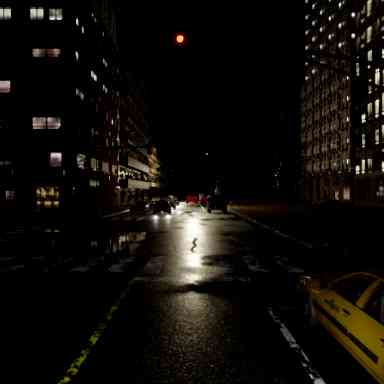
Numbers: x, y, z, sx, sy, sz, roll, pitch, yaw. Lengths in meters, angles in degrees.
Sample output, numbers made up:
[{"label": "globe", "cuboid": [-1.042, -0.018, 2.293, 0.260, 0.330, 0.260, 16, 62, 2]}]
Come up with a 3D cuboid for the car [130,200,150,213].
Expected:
[{"label": "car", "cuboid": [-5.694, 1.562, 36.396, 2.008, 1.369, 4.403, 0, 0, 0]}]

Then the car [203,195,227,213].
[{"label": "car", "cuboid": [2.684, 1.326, 36.397, 2.192, 1.841, 5.009, 0, 0, 0]}]

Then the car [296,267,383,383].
[{"label": "car", "cuboid": [2.686, 1.525, 4.154, 1.752, 1.417, 4.829, 0, 0, 0]}]

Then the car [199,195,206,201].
[{"label": "car", "cuboid": [2.683, 1.611, 86.306, 1.752, 1.417, 4.829, 0, 0, 0]}]

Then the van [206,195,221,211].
[{"label": "van", "cuboid": [2.684, 1.357, 41.922, 1.690, 1.788, 3.998, 0, 0, 0]}]

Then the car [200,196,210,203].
[{"label": "car", "cuboid": [2.684, 1.600, 69.556, 1.887, 1.381, 4.507, 0, 0, 0]}]

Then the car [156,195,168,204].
[{"label": "car", "cuboid": [-5.697, 1.487, 64.029, 1.967, 1.590, 4.097, 0, 0, 0]}]

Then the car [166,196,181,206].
[{"label": "car", "cuboid": [-3.048, 1.525, 55.625, 2.128, 1.511, 4.902, 0, 0, 0]}]

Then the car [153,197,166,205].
[{"label": "car", "cuboid": [-5.696, 1.582, 58.501, 1.887, 1.381, 4.507, 0, 0, 0]}]

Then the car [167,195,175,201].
[{"label": "car", "cuboid": [-5.697, 1.642, 91.661, 1.887, 1.381, 4.507, 0, 0, 0]}]

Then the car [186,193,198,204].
[{"label": "car", "cuboid": [-0.003, 1.270, 65.203, 2.150, 2.045, 5.566, 0, 0, 0]}]

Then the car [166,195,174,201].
[{"label": "car", "cuboid": [-5.697, 1.611, 85.966, 1.752, 1.417, 4.829, 0, 0, 0]}]

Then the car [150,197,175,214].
[{"label": "car", "cuboid": [-3.123, 1.558, 35.304, 2.033, 1.411, 5.357, 0, 0, -4]}]

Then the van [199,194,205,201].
[{"label": "van", "cuboid": [2.682, 1.439, 91.662, 1.690, 1.788, 3.998, 0, 0, 0]}]

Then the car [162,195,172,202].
[{"label": "car", "cuboid": [-5.697, 1.505, 75.082, 1.967, 1.590, 4.097, 0, 0, 0]}]

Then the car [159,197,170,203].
[{"label": "car", "cuboid": [-5.696, 1.637, 69.556, 1.802, 1.307, 4.206, 0, 0, 0]}]

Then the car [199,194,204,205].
[{"label": "car", "cuboid": [2.683, 1.353, 58.502, 2.192, 1.841, 5.009, 0, 0, 0]}]

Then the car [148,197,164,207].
[{"label": "car", "cuboid": [-5.696, 1.580, 52.975, 2.008, 1.369, 4.403, 0, 0, 0]}]

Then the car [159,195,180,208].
[{"label": "car", "cuboid": [-3.090, 1.567, 45.432, 2.033, 1.411, 5.357, 0, 0, 0]}]
